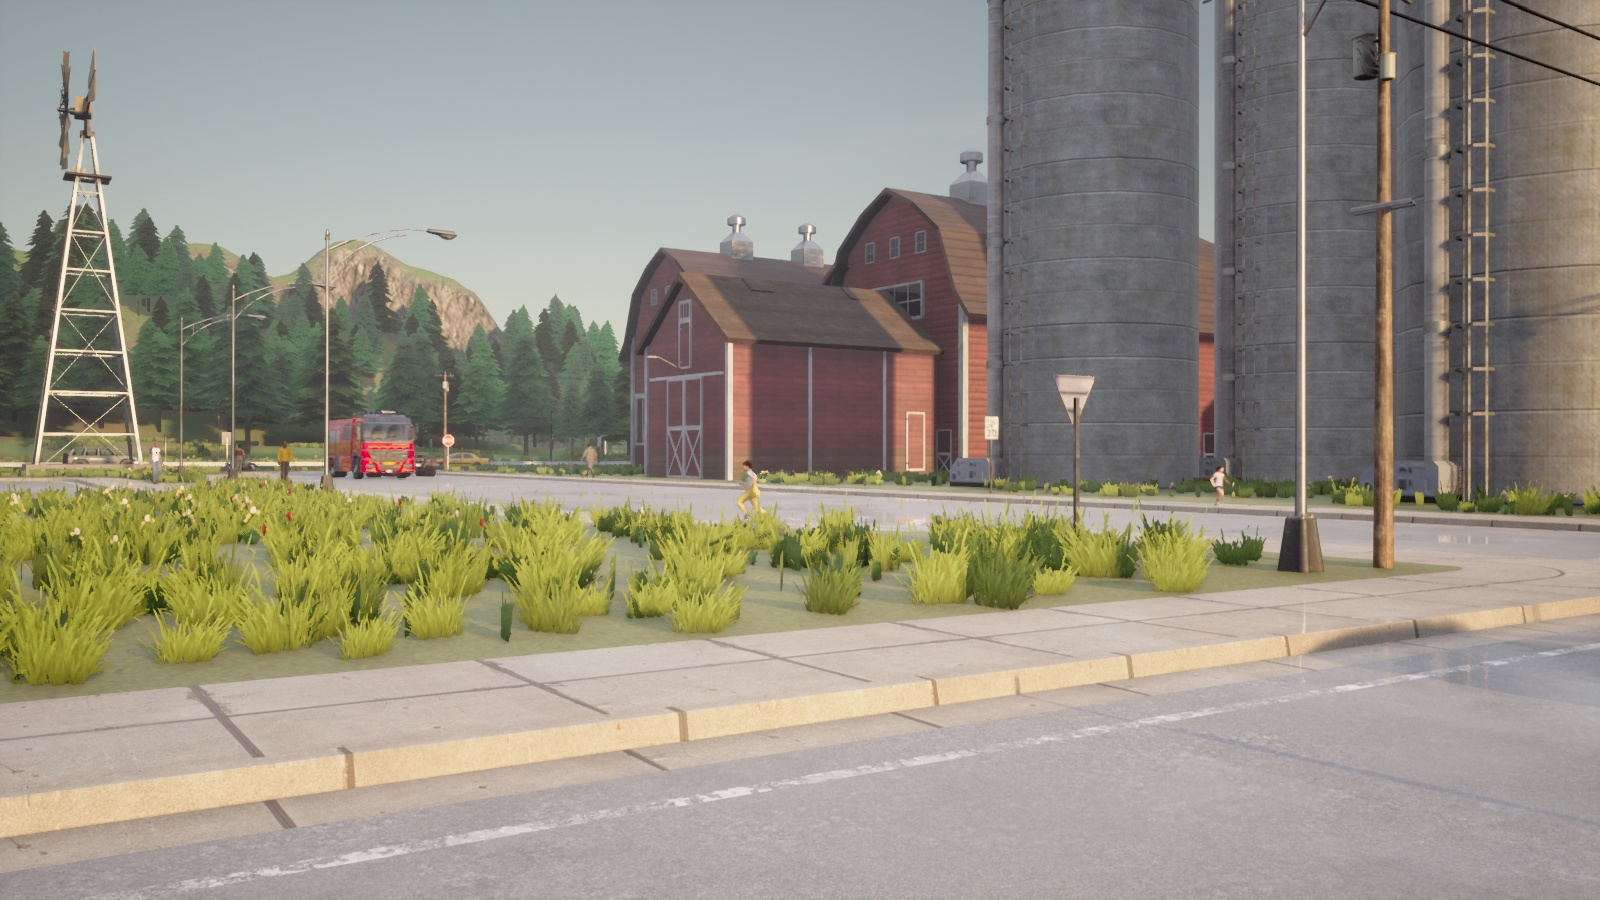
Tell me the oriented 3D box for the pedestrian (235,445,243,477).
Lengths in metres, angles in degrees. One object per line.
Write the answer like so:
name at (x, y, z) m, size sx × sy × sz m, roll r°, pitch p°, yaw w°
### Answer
pedestrian at (-34.141, 0.659, 76.447) m, size 0.402 × 1.930 × 0.666 m, roll 0°, pitch 0°, yaw -18°

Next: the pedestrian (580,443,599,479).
pedestrian at (-11.242, 0.586, 67.130) m, size 0.659 × 1.952 × 0.873 m, roll 0°, pitch 0°, yaw -40°

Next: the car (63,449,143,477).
car at (-47.237, 0.870, 85.082) m, size 4.605 × 1.855 × 1.932 m, roll 0°, pitch 0°, yaw -33°

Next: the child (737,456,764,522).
child at (-0.953, 0.740, 24.053) m, size 0.437 × 1.263 × 0.270 m, roll 0°, pitch 0°, yaw 24°

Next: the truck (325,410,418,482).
truck at (-24.476, -0.194, 71.481) m, size 2.891 × 3.827 × 8.468 m, roll 0°, pitch 0°, yaw -34°

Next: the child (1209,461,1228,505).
child at (10.727, 0.834, 32.173) m, size 0.255 × 1.110 × 0.394 m, roll 0°, pitch 0°, yaw -30°

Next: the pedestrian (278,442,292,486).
pedestrian at (-21.463, 0.573, 52.334) m, size 0.370 × 1.835 × 0.726 m, roll 0°, pitch 0°, yaw -34°

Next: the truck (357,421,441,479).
truck at (-25.247, 0.008, 78.848) m, size 2.891 × 3.462 × 7.936 m, roll 0°, pitch 0°, yaw -34°

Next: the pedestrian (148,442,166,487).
pedestrian at (-26.520, 0.589, 51.769) m, size 0.706 × 1.836 × 0.354 m, roll 0°, pitch 0°, yaw 34°
